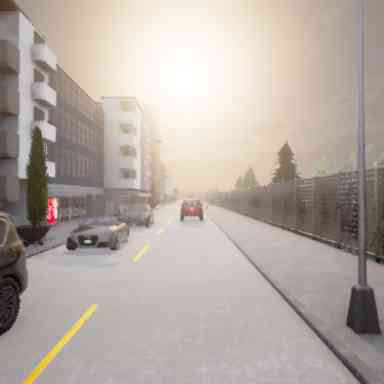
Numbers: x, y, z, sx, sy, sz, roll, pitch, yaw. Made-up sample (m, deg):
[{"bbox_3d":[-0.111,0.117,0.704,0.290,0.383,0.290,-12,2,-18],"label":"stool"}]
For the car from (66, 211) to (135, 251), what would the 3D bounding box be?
[{"bbox_3d":[-4.095,1.792,15.093,1.994,1.385,4.181,0,-1,0],"label":"car"}]

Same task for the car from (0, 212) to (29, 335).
[{"bbox_3d":[-4.104,1.286,3.951,2.150,2.045,5.566,0,-1,0],"label":"car"}]

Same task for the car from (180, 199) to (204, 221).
[{"bbox_3d":[-0.020,1.703,32.594,2.150,2.045,5.566,0,-1,0],"label":"car"}]

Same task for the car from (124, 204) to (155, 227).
[{"bbox_3d":[-4.132,1.737,25.826,2.097,1.767,4.553,0,-1,0],"label":"car"}]

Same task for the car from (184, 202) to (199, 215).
[{"bbox_3d":[-0.081,2.124,43.754,1.882,1.535,5.008,0,-1,0],"label":"car"}]
